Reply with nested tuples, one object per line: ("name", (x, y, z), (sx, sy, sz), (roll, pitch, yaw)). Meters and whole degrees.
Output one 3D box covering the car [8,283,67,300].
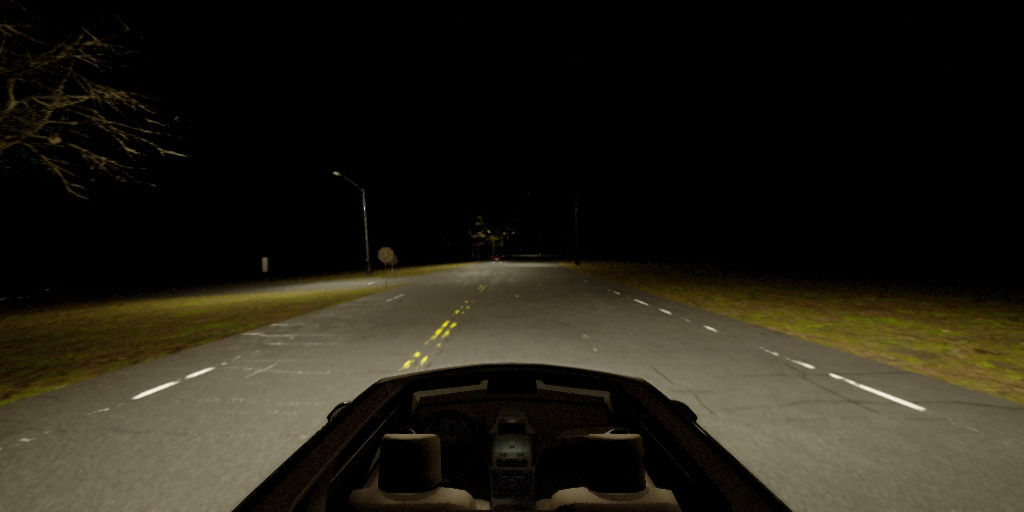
("car", (-49.265, 3.611, 37.262), (4.674, 1.442, 1.812), (-3, 2, 1))
